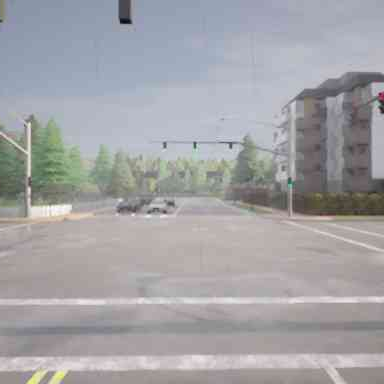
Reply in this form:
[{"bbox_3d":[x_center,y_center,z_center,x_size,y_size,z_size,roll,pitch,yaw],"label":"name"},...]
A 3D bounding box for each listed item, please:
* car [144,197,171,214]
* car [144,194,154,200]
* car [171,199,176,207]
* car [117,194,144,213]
[{"bbox_3d":[-3.578,1.550,35.368,1.812,1.442,4.674,0,0,0],"label":"car"},{"bbox_3d":[-7.037,1.258,51.771,2.150,2.045,5.566,0,0,0],"label":"car"},{"bbox_3d":[-3.546,1.636,50.703,1.895,1.301,4.718,0,0,0],"label":"car"},{"bbox_3d":[-7.074,1.378,37.700,2.097,1.767,4.553,0,0,0],"label":"car"}]
